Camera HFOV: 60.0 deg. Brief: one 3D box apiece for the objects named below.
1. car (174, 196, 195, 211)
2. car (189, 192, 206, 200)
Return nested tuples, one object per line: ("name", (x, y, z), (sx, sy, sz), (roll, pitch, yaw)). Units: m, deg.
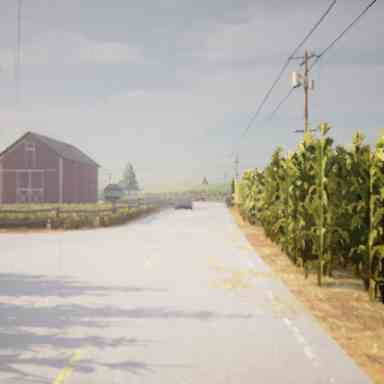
("car", (-0.922, 1.532, 40.116), (1.994, 1.385, 4.181), (0, 0, 5))
("car", (1.034, 0.982, 66.115), (2.150, 2.045, 5.566), (0, 0, -17))
